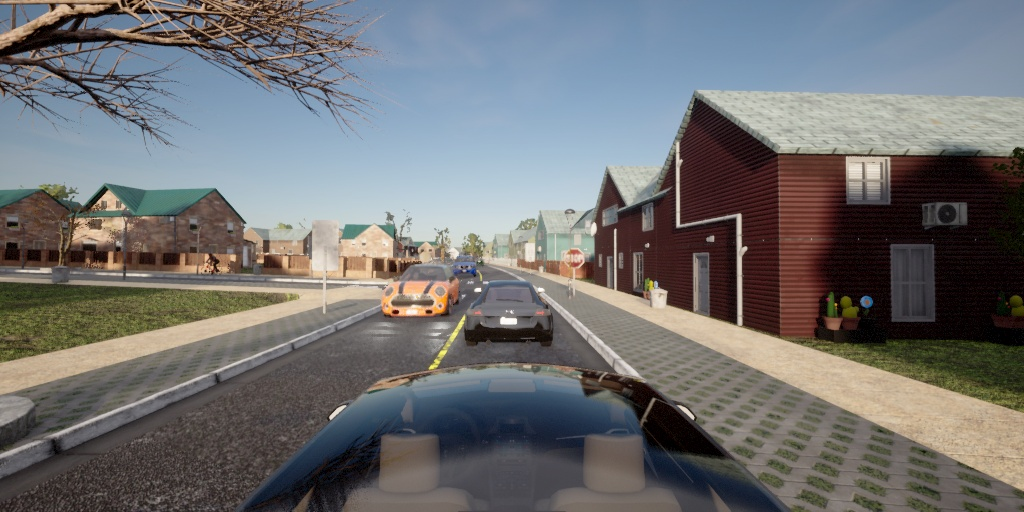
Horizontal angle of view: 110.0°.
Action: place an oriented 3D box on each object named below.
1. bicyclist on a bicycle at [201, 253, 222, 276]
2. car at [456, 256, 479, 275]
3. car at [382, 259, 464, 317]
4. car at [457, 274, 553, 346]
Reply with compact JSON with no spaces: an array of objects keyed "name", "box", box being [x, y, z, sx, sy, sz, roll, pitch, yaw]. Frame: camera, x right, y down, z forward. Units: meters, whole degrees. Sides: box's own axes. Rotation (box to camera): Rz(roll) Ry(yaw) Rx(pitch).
[{"name":"bicyclist on a bicycle","box":[-22.072,0.632,26.378,0.582,1.620,1.656,1,0,8]},{"name":"car","box":[-4.553,0.972,34.996,2.150,2.045,5.566,0,0,-6]},{"name":"car","box":[-3.106,1.103,13.077,2.097,1.767,4.553,0,0,-2]},{"name":"car","box":[-0.064,1.316,9.396,1.994,1.385,4.181,0,0,0]}]
